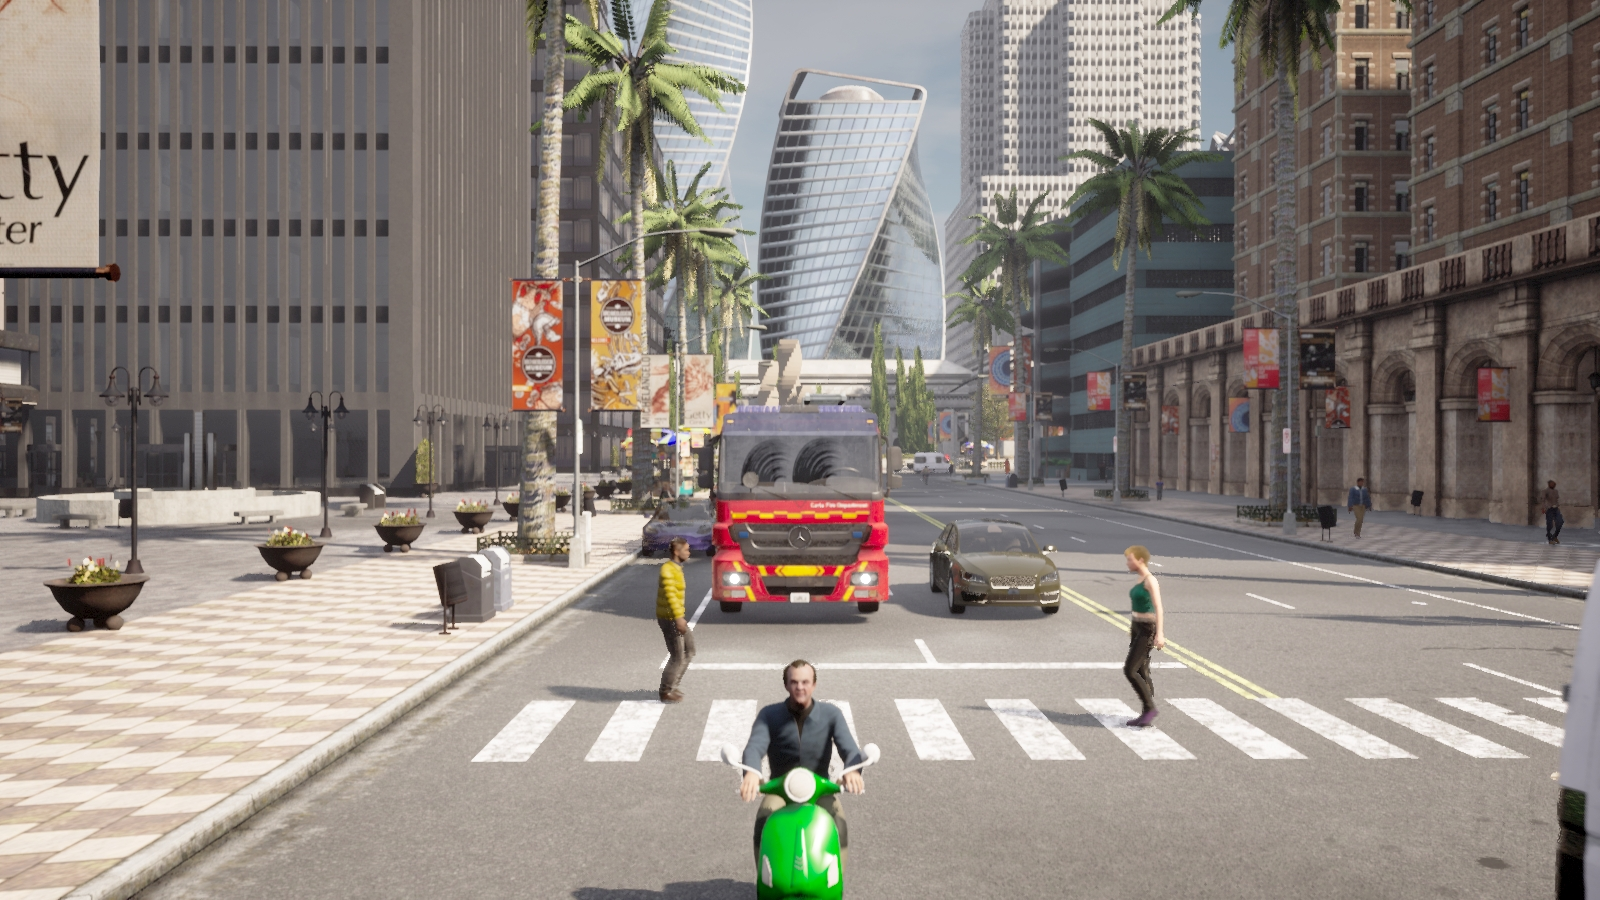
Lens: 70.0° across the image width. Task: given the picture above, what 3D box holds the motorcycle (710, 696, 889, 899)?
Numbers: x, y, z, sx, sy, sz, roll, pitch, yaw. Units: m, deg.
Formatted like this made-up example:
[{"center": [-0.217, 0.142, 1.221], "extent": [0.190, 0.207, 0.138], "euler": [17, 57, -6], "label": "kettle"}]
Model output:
[{"center": [0.000, 2.184, 6.365], "extent": [0.856, 1.236, 1.805], "euler": [0, 0, 0], "label": "motorcycle"}]

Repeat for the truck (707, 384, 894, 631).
[{"center": [0.008, 0.897, 21.938], "extent": [2.891, 3.827, 8.468], "euler": [0, 0, 0], "label": "truck"}]

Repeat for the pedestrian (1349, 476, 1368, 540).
[{"center": [16.376, 1.706, 33.491], "extent": [0.375, 1.860, 0.375], "euler": [0, 0, 1], "label": "pedestrian"}]

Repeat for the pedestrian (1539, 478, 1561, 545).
[{"center": [20.901, 1.705, 31.851], "extent": [0.375, 1.860, 0.375], "euler": [0, 0, -1], "label": "pedestrian"}]

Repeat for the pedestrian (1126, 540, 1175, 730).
[{"center": [3.533, 1.852, 11.526], "extent": [0.375, 1.860, 0.375], "euler": [0, 0, 1], "label": "pedestrian"}]

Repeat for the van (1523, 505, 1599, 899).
[{"center": [5.249, 1.535, 2.757], "extent": [1.988, 2.561, 5.915], "euler": [0, 0, -21], "label": "van"}]

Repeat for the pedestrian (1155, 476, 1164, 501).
[{"center": [18.563, 1.992, 58.975], "extent": [0.375, 1.300, 0.375], "euler": [0, 0, 10], "label": "pedestrian"}]

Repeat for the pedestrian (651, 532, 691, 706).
[{"center": [-1.422, 1.853, 12.612], "extent": [0.375, 1.860, 0.375], "euler": [0, 0, 6], "label": "pedestrian"}]

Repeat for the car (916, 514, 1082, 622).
[{"center": [3.502, 2.067, 21.125], "extent": [2.231, 1.480, 4.892], "euler": [0, 0, 0], "label": "car"}]
